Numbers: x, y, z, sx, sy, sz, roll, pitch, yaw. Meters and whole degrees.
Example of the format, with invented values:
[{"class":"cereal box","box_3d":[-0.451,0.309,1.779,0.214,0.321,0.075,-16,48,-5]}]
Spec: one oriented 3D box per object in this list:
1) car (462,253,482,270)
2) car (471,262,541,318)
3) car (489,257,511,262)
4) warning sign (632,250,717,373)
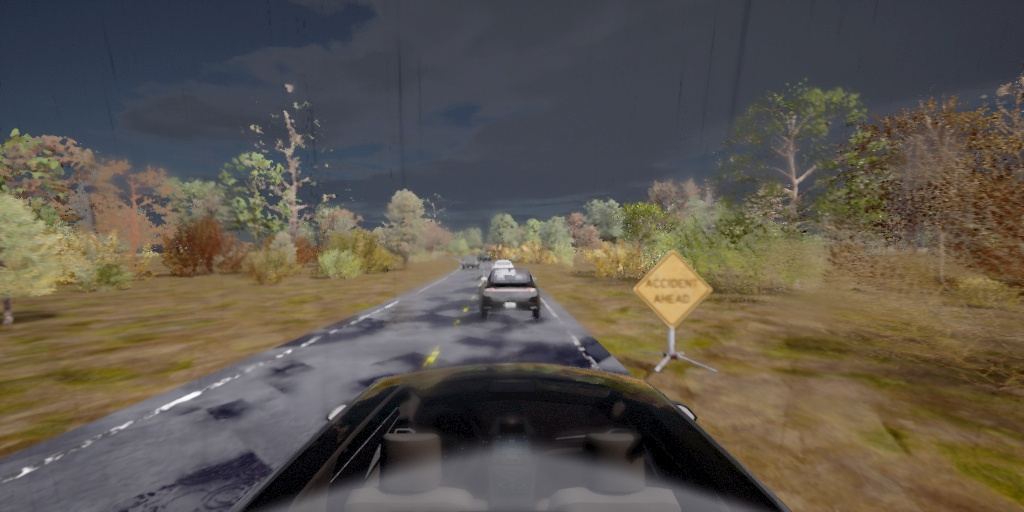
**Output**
[{"class":"car","box_3d":[-5.035,0.741,44.089,2.097,1.767,4.553,0,1,-5]},{"class":"car","box_3d":[-0.079,1.147,12.432,2.128,1.511,4.902,0,1,-1]},{"class":"car","box_3d":[-0.729,1.042,28.625,1.812,1.442,4.674,0,1,-3]},{"class":"warning sign","box_3d":[2.630,0.826,5.941,1.300,1.860,1.060,0,0,-1]}]
